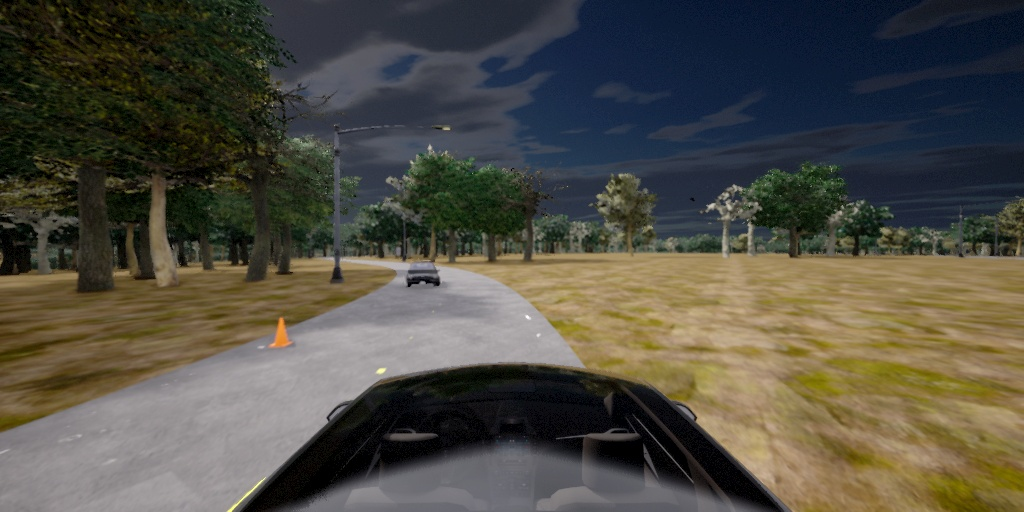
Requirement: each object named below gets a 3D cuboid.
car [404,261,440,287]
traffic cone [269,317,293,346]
[{"bbox_3d":[-5.489,1.041,21.946,2.033,1.411,5.357,0,1,-15],"label":"car"},{"bbox_3d":[-4.994,1.625,7.772,0.340,0.580,0.340,0,0,-3],"label":"traffic cone"}]
